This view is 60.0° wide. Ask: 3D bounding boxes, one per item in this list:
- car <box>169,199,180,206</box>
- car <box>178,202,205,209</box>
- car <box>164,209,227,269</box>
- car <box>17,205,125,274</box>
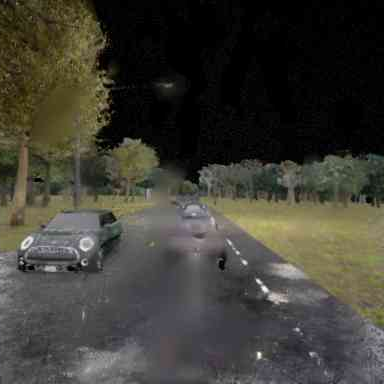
[{"bbox_3d":[-3.390,2.055,64.889,1.895,1.301,4.718,1,-1,0],"label":"car"},{"bbox_3d":[0.134,1.675,27.526,1.994,1.385,4.181,0,0,0],"label":"car"},{"bbox_3d":[0.120,1.574,11.567,2.128,1.511,4.902,1,0,0],"label":"car"},{"bbox_3d":[-3.563,1.353,10.655,2.097,1.767,4.553,1,0,0],"label":"car"}]
